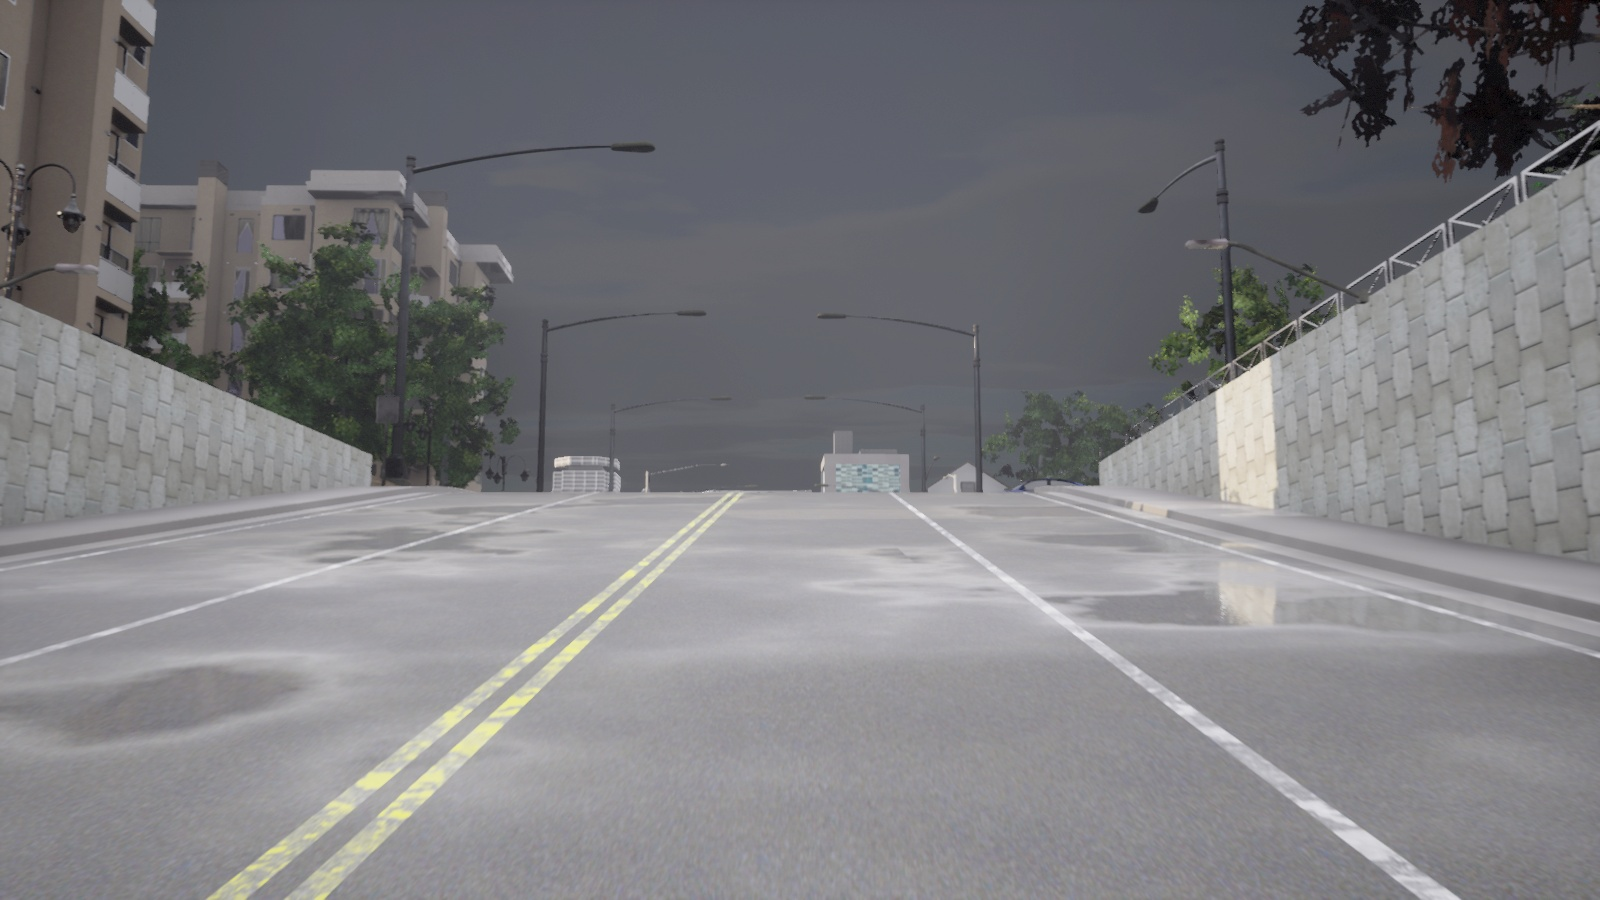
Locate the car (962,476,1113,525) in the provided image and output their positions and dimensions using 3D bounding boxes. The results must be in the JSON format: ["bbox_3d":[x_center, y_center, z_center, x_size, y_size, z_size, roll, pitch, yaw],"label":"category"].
[{"bbox_3d":[8.401,1.828,44.786,5.008,1.535,1.882,0,-9,1],"label":"car"}]
